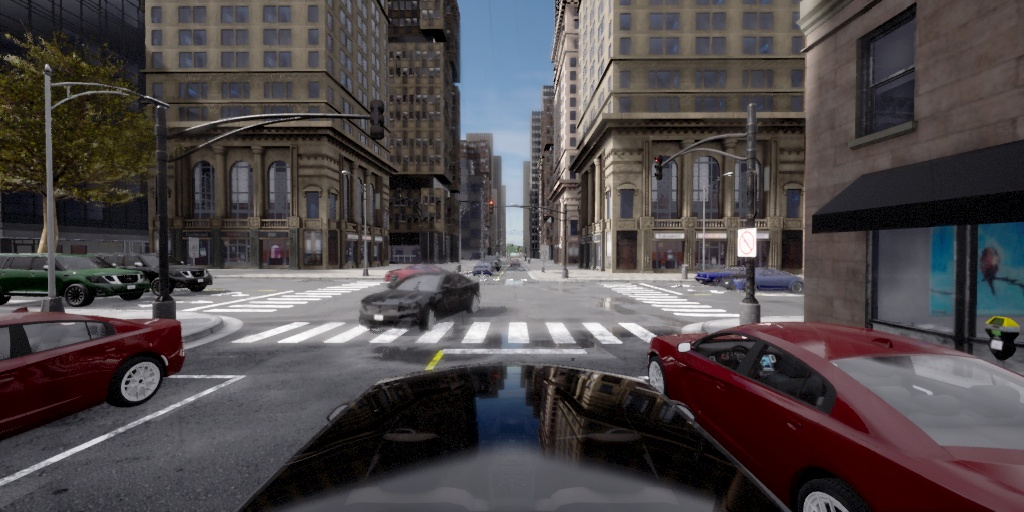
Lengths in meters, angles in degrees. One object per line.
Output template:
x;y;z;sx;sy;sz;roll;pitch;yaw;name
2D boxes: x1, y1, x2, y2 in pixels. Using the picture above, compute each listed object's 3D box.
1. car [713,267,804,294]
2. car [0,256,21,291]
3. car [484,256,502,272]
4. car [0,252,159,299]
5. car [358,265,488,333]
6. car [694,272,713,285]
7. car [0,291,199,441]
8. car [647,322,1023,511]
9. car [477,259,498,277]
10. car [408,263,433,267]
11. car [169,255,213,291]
14.641;1.418;21.097;4.181;1.385;1.994;0;1;0;car
-28.414;0.903;18.036;4.553;1.767;2.097;0;1;1;car
-2.690;0.962;46.979;2.150;2.045;5.566;0;0;1;car
-18.336;0.901;14.691;5.566;2.045;2.150;0;1;1;car
-2.578;1.225;11.141;1.882;1.535;5.008;-1;0;16;car
15.069;1.412;24.344;4.718;1.301;1.895;0;1;1;car
-5.754;1.295;3.466;1.888;1.381;4.507;0;0;0;car
2.771;1.294;3.396;1.888;1.381;4.507;0;0;0;car
-2.797;1.290;36.247;2.033;1.411;5.357;0;0;0;car
-6.455;1.196;24.539;4.181;1.385;1.994;0;1;1;car
-18.327;0.854;17.941;5.566;2.045;2.150;0;1;1;car
